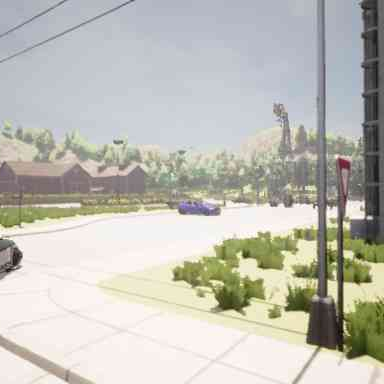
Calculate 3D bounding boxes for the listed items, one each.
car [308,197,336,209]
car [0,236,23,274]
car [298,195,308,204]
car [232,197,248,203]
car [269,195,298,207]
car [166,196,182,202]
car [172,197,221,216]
[{"bbox_3d":[17.941,1.578,45.616,1.837,1.490,4.892,0,0,35],"label":"car"},{"bbox_3d":[-5.917,1.625,8.375,1.994,1.385,4.181,-1,0,-10],"label":"car"},{"bbox_3d":[21.896,1.632,65.695,4.193,1.474,1.816,0,0,35],"label":"car"},{"bbox_3d":[10.673,1.728,72.096,3.905,1.438,1.784,0,0,35],"label":"car"},{"bbox_3d":[14.629,1.435,54.325,3.866,1.878,1.905,0,0,35],"label":"car"},{"bbox_3d":[-2.073,1.516,53.578,4.605,1.855,1.932,0,0,35],"label":"car"},{"bbox_3d":[0.748,1.602,34.494,4.611,1.667,2.242,0,0,35],"label":"car"}]
